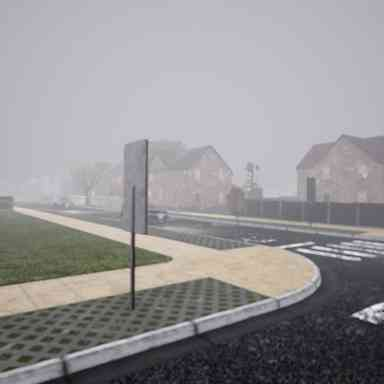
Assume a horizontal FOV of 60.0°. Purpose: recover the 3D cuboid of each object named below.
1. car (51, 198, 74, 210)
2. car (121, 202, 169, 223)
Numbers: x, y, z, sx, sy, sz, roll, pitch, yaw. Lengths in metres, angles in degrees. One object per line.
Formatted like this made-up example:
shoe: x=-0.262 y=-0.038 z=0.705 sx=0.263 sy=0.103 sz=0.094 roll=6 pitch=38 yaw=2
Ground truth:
car: x=-16.445 y=1.487 z=42.200 sx=2.128 sy=1.511 sz=4.902 roll=1 pitch=-1 yaw=-35
car: x=-3.532 y=1.468 z=24.369 sx=2.128 sy=1.511 sz=4.902 roll=1 pitch=0 yaw=-36
